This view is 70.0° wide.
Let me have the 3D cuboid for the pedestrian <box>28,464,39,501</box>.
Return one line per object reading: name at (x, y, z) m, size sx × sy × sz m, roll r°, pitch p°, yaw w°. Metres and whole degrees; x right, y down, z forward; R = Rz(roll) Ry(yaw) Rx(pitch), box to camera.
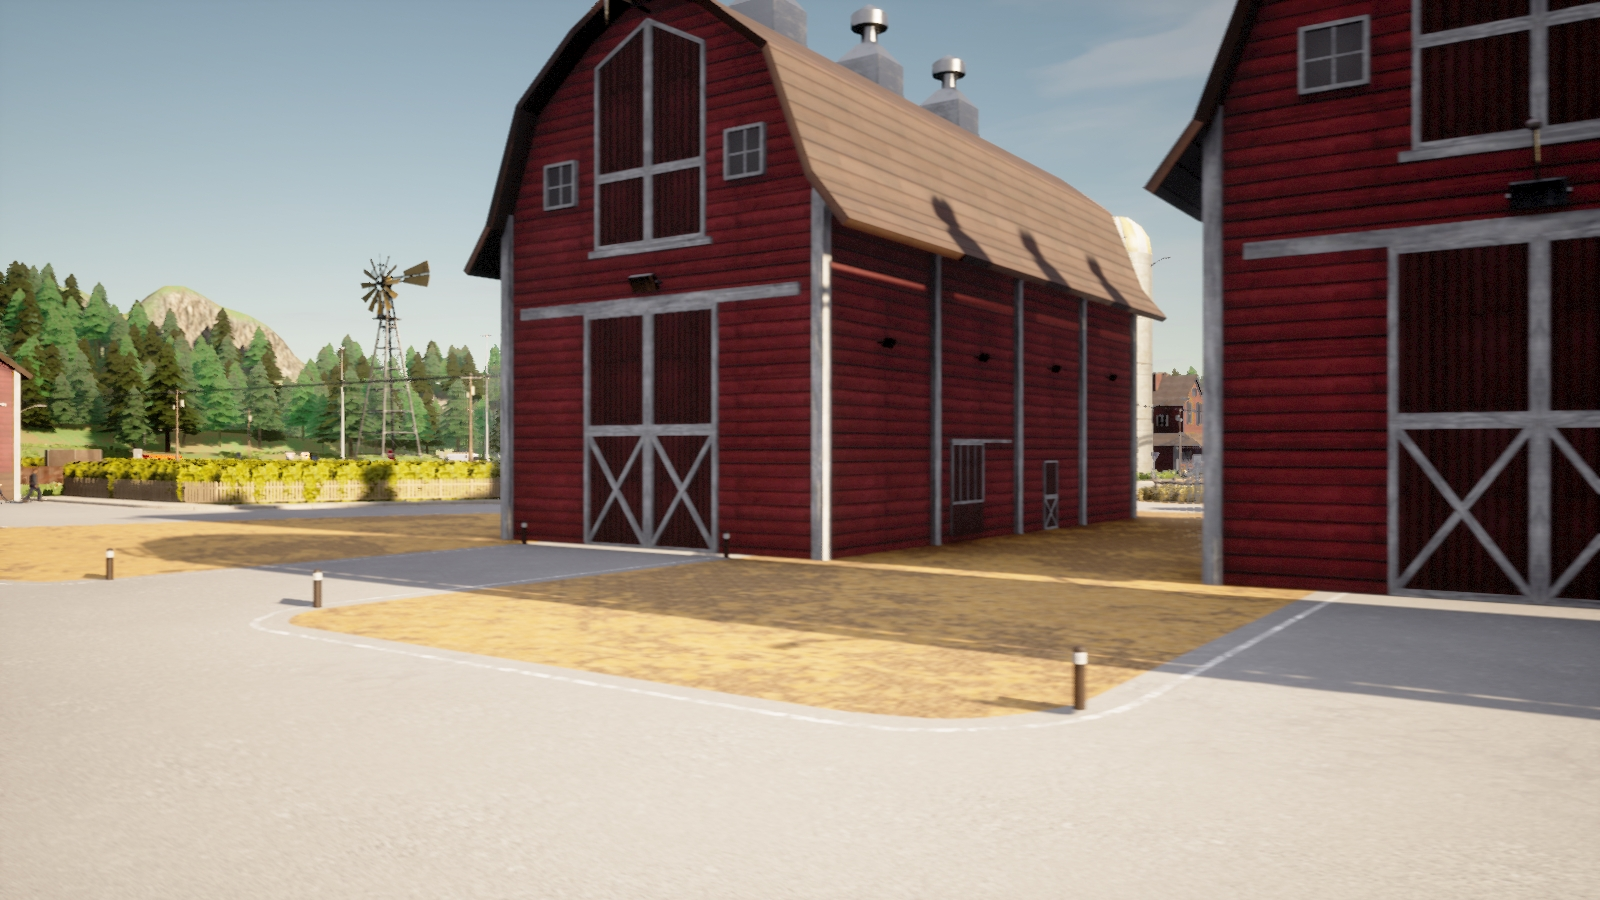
pedestrian at (-38.673, 1.618, 57.637) m, size 0.375 × 1.860 × 0.375 m, roll 0°, pitch 0°, yaw 40°
